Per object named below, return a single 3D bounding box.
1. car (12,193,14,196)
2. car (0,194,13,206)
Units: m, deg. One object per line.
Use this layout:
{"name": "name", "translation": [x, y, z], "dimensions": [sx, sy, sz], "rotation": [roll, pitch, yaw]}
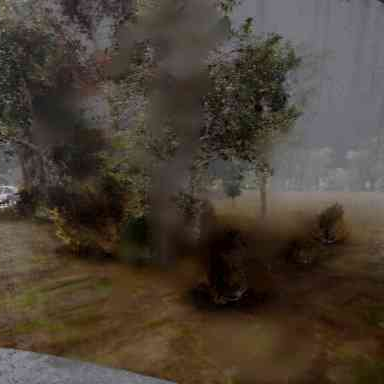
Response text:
{"name": "car", "translation": [-34.910, 0.667, 66.305], "dimensions": [2.128, 1.511, 4.902], "rotation": [-1, 3, -23]}
{"name": "car", "translation": [-28.791, 1.363, 50.031], "dimensions": [1.895, 1.301, 4.718], "rotation": [-2, 2, -19]}
